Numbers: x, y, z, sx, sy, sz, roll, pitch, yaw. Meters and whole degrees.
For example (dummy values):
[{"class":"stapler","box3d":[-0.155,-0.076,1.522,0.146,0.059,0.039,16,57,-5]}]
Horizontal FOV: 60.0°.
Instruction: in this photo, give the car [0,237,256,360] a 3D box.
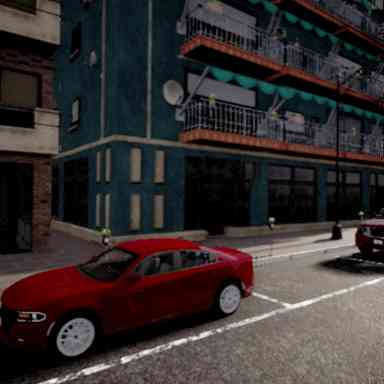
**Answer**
[{"class":"car","box3d":[-0.837,1.547,5.951,4.507,1.381,1.887,0,1,-36]}]

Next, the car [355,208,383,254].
[{"class":"car","box3d":[8.156,1.332,12.366,5.009,1.841,2.192,0,1,-36]}]
